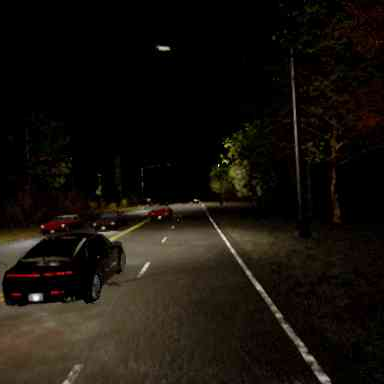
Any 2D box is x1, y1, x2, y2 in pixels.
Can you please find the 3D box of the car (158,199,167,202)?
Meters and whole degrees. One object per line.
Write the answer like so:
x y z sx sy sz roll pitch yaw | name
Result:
-5.877 2.208 67.399 1.812 1.442 4.674 -2 -3 1 | car

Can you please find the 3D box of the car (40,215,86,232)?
-9.722 2.467 25.411 1.895 1.301 4.718 -3 -1 0 | car

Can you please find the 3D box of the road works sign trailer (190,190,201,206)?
0.770 1.273 74.884 2.380 3.560 2.880 -2 -1 1 | road works sign trailer

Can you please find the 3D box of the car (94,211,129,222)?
-6.429 2.268 26.863 2.033 1.411 5.357 -3 -1 1 | car

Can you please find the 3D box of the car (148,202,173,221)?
-2.931 2.005 32.546 1.895 1.301 4.718 -1 0 1 | car

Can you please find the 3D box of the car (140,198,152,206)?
-9.033 2.040 66.755 2.128 1.511 4.902 12 -4 2 | car

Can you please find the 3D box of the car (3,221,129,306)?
-3.143 1.867 9.105 1.837 1.490 4.892 -3 0 0 | car
